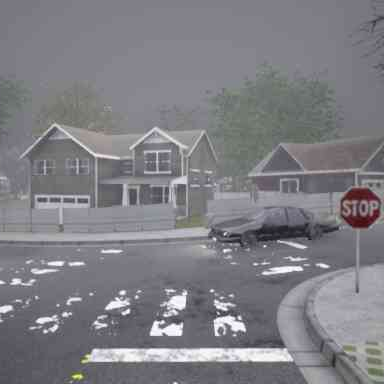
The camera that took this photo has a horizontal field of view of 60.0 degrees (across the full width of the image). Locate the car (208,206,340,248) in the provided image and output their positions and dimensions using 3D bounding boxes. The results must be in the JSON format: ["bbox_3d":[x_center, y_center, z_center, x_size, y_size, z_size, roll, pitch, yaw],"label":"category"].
[{"bbox_3d":[3.395,1.315,13.701,5.357,1.411,2.033,-3,2,-18],"label":"car"}]
